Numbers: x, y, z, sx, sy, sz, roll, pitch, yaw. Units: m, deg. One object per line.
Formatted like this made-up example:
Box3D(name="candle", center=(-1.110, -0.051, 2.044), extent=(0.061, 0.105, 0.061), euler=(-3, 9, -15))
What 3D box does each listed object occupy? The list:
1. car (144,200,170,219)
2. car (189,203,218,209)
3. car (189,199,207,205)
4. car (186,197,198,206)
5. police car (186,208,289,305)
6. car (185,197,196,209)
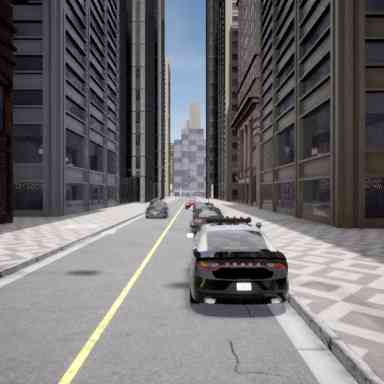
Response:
Box3D(name="car", center=(-3.005, 1.527, 29.420), extent=(1.837, 1.490, 4.892), euler=(0, 0, 0))
Box3D(name="car", center=(0.896, 1.535, 18.210), extent=(1.812, 1.442, 4.674), euler=(0, 0, 0))
Box3D(name="car", center=(0.895, 1.521, 24.210), extent=(1.837, 1.490, 4.892), euler=(0, 0, 0))
Box3D(name="car", center=(-0.009, 1.645, 58.988), extent=(1.994, 1.385, 4.181), euler=(0, 0, 0))
Box3D(name="police car", center=(0.898, 1.427, 8.319), extent=(1.930, 1.638, 5.238), euler=(0, 0, 0))
Box3D(name="car", center=(0.028, 1.650, 45.964), extent=(1.895, 1.301, 4.718), euler=(0, 0, 0))
